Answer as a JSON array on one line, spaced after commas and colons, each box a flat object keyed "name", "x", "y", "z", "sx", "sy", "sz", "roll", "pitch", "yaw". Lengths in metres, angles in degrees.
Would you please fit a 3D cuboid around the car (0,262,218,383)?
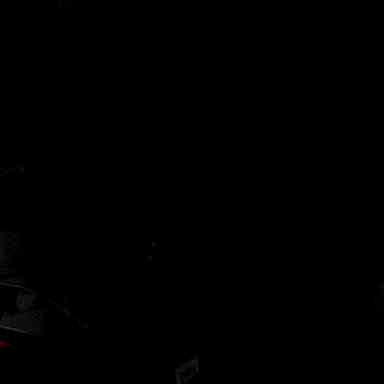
[{"name": "car", "x": -1.728, "y": 1.566, "z": 4.052, "sx": 4.313, "sy": 1.339, "sz": 1.947, "roll": 0, "pitch": 0, "yaw": 36}]
